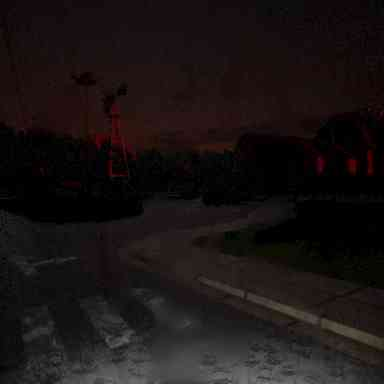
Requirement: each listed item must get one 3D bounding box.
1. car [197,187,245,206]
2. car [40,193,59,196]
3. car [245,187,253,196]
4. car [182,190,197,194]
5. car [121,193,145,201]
[{"bbox_3d":[3.326,0.604,37.559,4.605,1.855,1.932,-2,1,-36],"label":"car"},{"bbox_3d":[-32.115,0.889,75.317,4.553,1.767,2.097,-2,1,-35],"label":"car"},{"bbox_3d":[8.110,0.190,53.573,3.866,1.878,1.905,-2,1,-36],"label":"car"},{"bbox_3d":[-0.232,0.408,64.179,4.193,1.474,1.816,-2,1,-36],"label":"car"},{"bbox_3d":[-9.963,0.832,55.690,3.905,1.438,1.784,-2,1,-36],"label":"car"}]
